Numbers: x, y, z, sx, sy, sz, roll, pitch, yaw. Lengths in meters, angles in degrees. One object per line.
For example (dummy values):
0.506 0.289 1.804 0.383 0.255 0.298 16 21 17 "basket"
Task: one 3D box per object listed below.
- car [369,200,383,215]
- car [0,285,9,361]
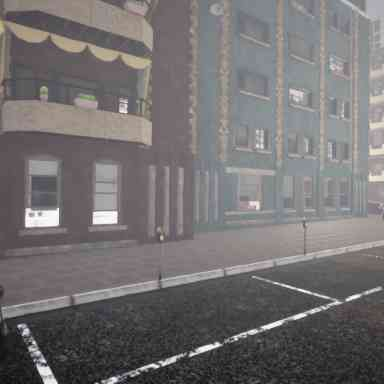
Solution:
16.168 1.241 32.669 2.192 1.841 5.009 1 0 -36 "car"
-4.161 1.566 3.120 4.313 1.339 1.947 0 1 -35 "car"
